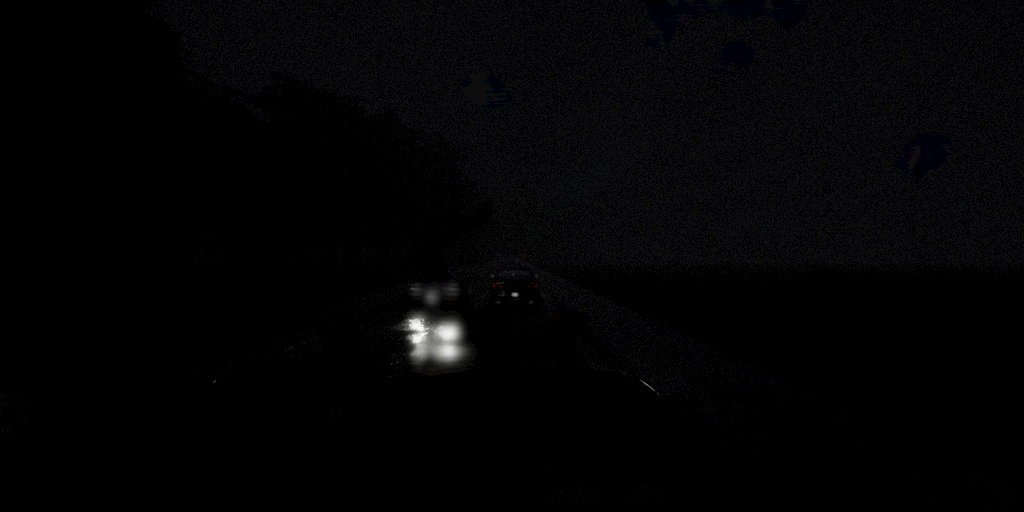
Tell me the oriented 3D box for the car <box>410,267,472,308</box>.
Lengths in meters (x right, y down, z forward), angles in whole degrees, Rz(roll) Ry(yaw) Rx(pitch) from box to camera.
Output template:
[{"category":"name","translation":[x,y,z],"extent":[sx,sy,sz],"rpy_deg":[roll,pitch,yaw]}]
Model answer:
[{"category":"car","translation":[-2.827,1.211,15.083],"extent":[2.128,1.511,4.902],"rpy_deg":[0,0,0]}]

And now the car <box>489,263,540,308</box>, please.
[{"category":"car","translation":[0.105,1.197,15.082],"extent":[1.882,1.535,5.008],"rpy_deg":[0,0,0]}]
